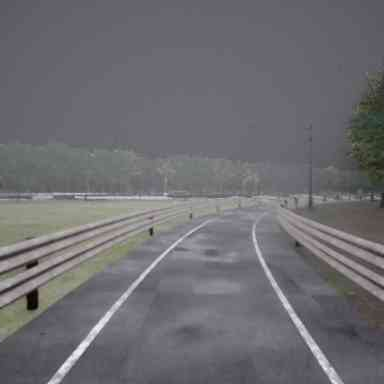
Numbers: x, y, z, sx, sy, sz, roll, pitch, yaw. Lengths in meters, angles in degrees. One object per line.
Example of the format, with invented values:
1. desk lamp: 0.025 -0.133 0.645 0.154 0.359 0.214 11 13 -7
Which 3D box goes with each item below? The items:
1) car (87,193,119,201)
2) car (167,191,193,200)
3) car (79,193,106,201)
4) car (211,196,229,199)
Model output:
1. car: -16.838 1.025 64.204 5.357 1.411 2.033 0 0 -35
2. car: -3.175 0.832 78.191 5.566 2.045 2.150 0 0 -35
3. car: -20.876 1.010 69.924 4.902 1.511 2.128 0 0 -35
4. car: 6.967 1.221 81.097 5.357 1.411 2.033 0 0 -35
